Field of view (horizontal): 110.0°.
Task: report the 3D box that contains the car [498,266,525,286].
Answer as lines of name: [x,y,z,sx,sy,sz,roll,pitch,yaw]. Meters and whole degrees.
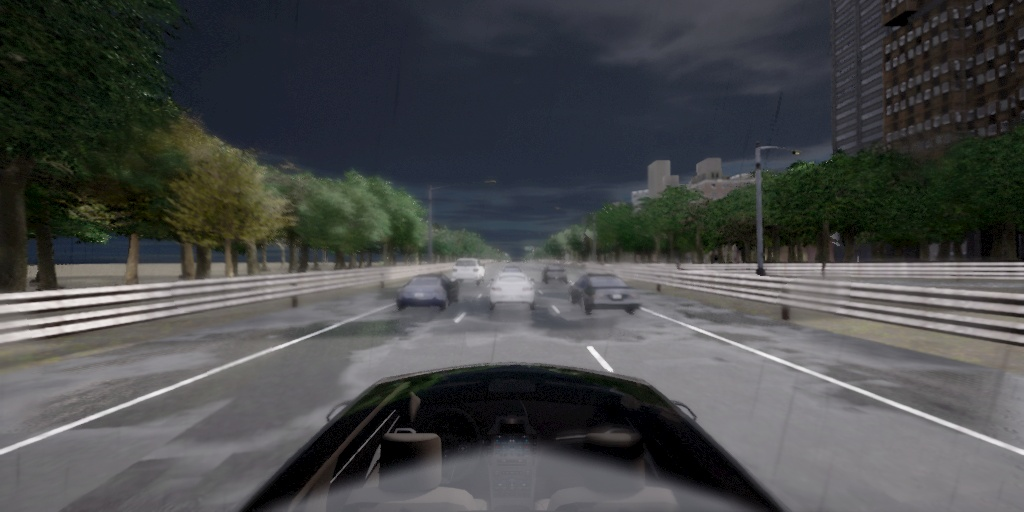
car: [0.005,1.564,29.379,2.033,1.411,5.357,0,0,0]

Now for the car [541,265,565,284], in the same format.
car: [3.514,1.518,30.357,2.128,1.511,4.902,0,0,0]

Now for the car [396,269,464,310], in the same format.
car: [-3.480,1.451,15.499,1.994,1.385,4.181,0,0,0]

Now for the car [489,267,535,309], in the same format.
car: [0.020,1.414,15.760,1.812,1.442,4.674,0,0,0]

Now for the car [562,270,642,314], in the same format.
car: [3.508,1.424,14.404,2.033,1.411,5.357,0,-1,0]

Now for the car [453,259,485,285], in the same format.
car: [-3.495,1.242,29.439,2.150,2.045,5.566,0,0,0]
